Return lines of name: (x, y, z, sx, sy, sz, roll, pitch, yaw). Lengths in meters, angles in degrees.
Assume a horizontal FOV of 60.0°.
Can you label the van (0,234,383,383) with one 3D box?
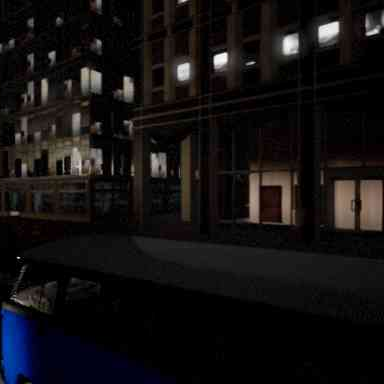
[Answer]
van: (-0.113, 1.356, 2.944, 3.998, 1.788, 1.690, -1, 0, 35)
